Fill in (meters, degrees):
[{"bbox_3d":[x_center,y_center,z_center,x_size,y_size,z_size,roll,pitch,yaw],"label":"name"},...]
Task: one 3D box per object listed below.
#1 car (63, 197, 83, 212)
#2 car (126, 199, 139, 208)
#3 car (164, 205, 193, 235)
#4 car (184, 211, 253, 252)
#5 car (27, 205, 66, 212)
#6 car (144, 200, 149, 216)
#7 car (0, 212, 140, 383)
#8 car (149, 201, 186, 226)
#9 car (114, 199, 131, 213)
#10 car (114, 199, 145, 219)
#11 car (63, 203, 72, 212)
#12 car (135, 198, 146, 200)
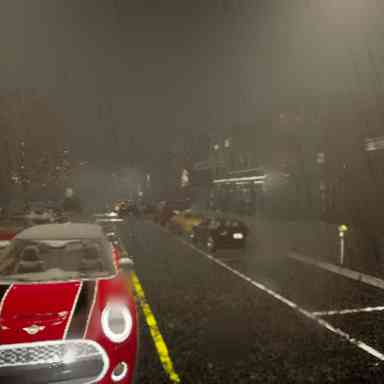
[{"bbox_3d":[-14.081,1.481,39.408,2.192,1.841,5.009,1,0,-15],"label":"car"},{"bbox_3d":[-10.373,1.953,57.825,1.752,1.417,4.829,1,0,-15],"label":"car"},{"bbox_3d":[-0.258,1.738,20.326,1.752,1.417,4.829,1,0,-15],"label":"car"},{"bbox_3d":[1.230,1.747,14.806,1.947,1.339,4.313,1,0,-15],"label":"car"},{"bbox_3d":[-8.305,1.594,17.979,2.008,1.369,4.403,1,0,-15],"label":"car"},{"bbox_3d":[-4.550,1.887,36.233,1.802,1.307,4.206,1,0,-15],"label":"car"},{"bbox_3d":[-2.051,1.371,5.151,2.097,1.767,4.553,1,-1,-15],"label":"car"},{"bbox_3d":[-1.658,1.558,25.522,2.192,1.841,5.009,1,0,-15],"label":"car"},{"bbox_3d":[-8.953,1.770,42.540,1.882,1.535,5.008,1,0,-15],"label":"car"},{"bbox_3d":[-6.110,1.724,32.046,2.128,1.511,4.902,1,-1,-15],"label":"car"},{"bbox_3d":[-9.749,1.656,23.336,1.802,1.307,4.206,1,0,-15],"label":"car"},{"bbox_3d":[-6.038,1.862,41.754,1.752,1.417,4.829,1,0,-15],"label":"car"}]
